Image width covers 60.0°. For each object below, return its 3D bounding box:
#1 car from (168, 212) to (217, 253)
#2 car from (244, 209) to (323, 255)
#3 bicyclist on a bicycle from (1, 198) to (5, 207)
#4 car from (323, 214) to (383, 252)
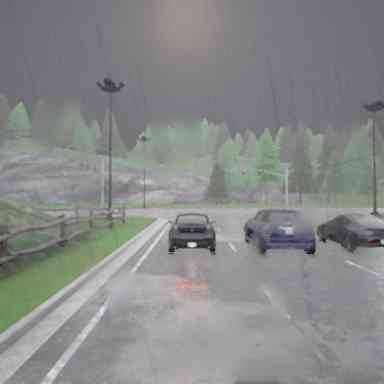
[{"bbox_3d":[0.010,1.641,14.299,1.837,1.490,4.892,0,0,0],"label":"car"},{"bbox_3d":[3.509,1.482,14.082,2.097,1.767,4.553,0,-1,0],"label":"car"},{"bbox_3d":[-27.663,1.754,48.624,0.582,1.620,1.656,0,0,-20],"label":"bicyclist on a bicycle"},{"bbox_3d":[7.011,1.660,14.366,1.812,1.442,4.674,0,0,0],"label":"car"}]
